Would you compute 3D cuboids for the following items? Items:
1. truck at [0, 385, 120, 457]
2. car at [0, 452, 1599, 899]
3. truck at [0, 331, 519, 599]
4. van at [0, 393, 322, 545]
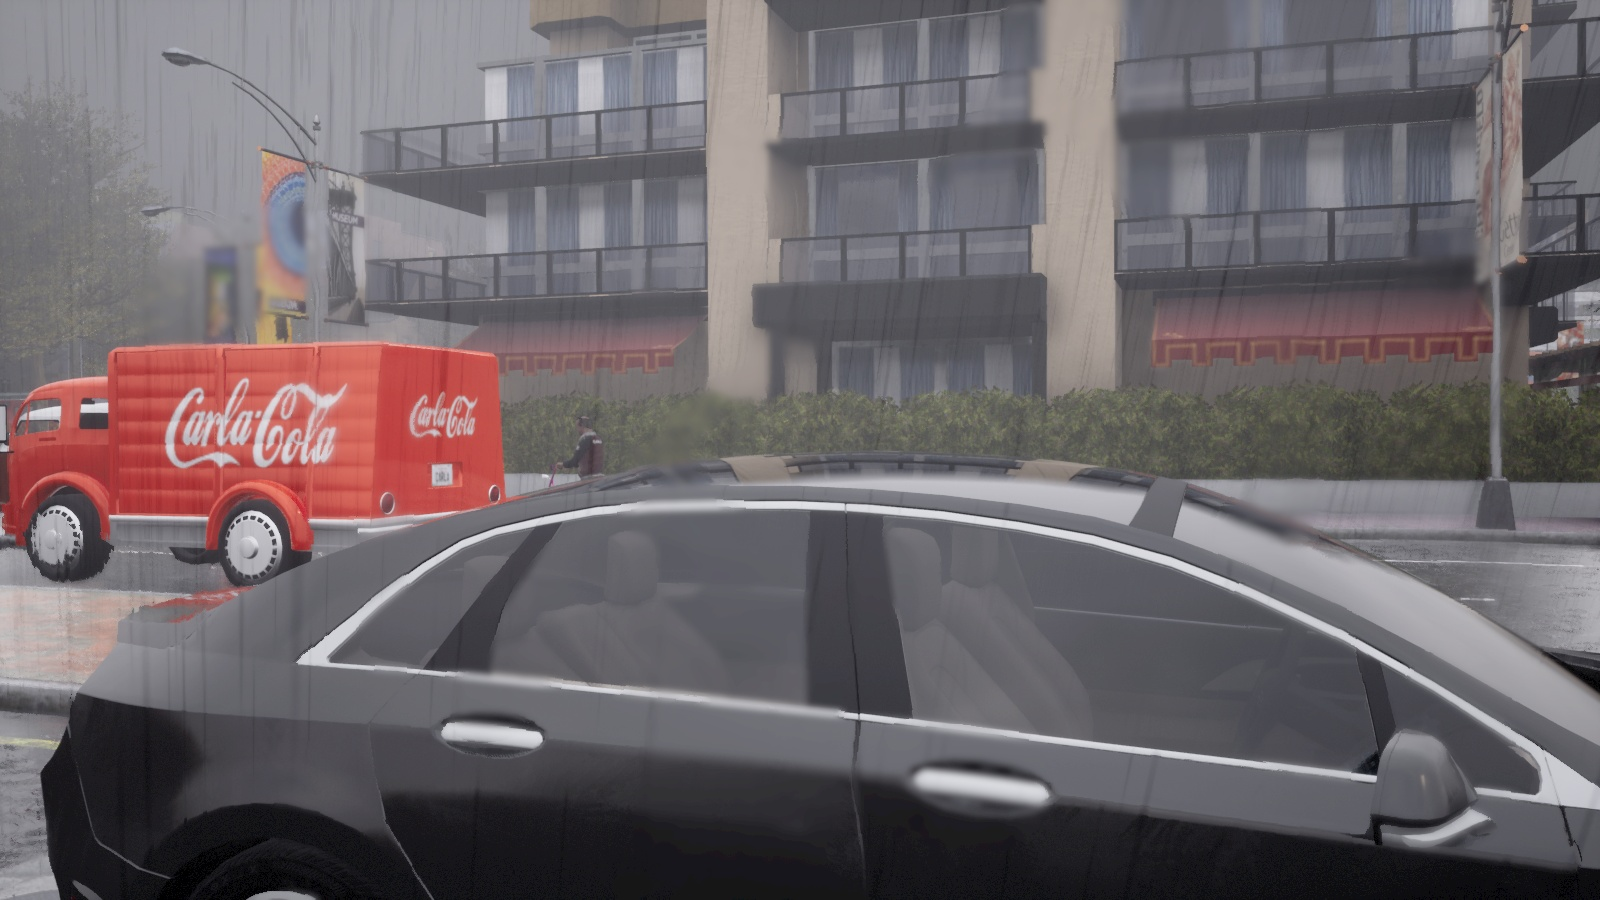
[{"bbox_3d":[-42.201,-1.612,69.671,8.468,3.827,2.891,1,1,19],"label":"truck"},{"bbox_3d":[0.540,0.785,3.011,4.892,1.490,1.837,1,1,19],"label":"car"},{"bbox_3d":[-6.039,0.099,13.653,5.204,2.467,2.627,1,1,19],"label":"truck"},{"bbox_3d":[-9.596,0.218,18.508,4.480,2.038,2.069,1,1,19],"label":"van"}]
